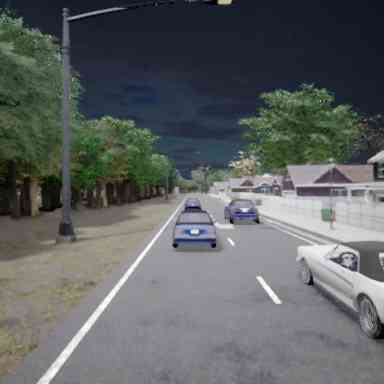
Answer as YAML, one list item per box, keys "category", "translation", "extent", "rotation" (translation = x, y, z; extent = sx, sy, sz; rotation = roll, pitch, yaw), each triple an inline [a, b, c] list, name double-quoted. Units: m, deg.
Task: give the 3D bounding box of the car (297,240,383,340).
- category: "car"
  translation: [3.601, 1.596, 6.459]
  extent: [1.895, 1.301, 4.718]
  rotation: [0, 0, 0]

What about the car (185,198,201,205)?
- category: "car"
  translation: [0.103, 1.443, 40.790]
  extent: [1.994, 1.385, 4.181]
  rotation: [0, 0, 0]

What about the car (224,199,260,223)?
- category: "car"
  translation: [3.603, 1.296, 24.782]
  extent: [2.097, 1.767, 4.553]
  rotation: [0, 0, 0]

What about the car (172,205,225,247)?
- category: "car"
  translation: [0.101, 1.526, 14.910]
  extent: [2.033, 1.411, 5.357]
  rotation: [0, 0, 0]
